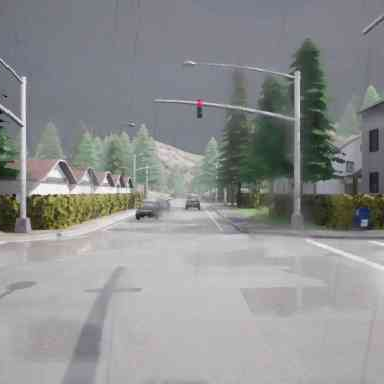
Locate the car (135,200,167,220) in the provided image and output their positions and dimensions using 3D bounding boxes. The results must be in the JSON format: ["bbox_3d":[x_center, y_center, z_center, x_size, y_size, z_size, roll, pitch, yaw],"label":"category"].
[{"bbox_3d":[-3.591,1.557,28.633,2.033,1.411,5.357,0,0,0],"label":"car"}]

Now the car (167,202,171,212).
[{"bbox_3d":[-3.567,1.577,38.551,1.994,1.385,4.181,0,0,1],"label":"car"}]

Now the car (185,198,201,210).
[{"bbox_3d":[0.112,1.519,43.284,1.837,1.490,4.892,0,0,0],"label":"car"}]
